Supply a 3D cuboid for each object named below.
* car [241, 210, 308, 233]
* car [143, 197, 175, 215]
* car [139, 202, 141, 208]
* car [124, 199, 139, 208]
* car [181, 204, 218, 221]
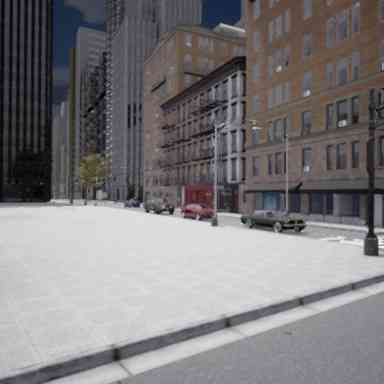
[{"bbox_3d":[5.278,1.891,21.907,1.895,1.301,4.718,1,-1,-26],"label":"car"},{"bbox_3d":[-4.040,1.670,40.831,2.150,2.045,5.566,1,-1,-27],"label":"car"},{"bbox_3d":[-5.766,2.097,50.418,2.033,1.411,5.357,1,-1,-27],"label":"car"},{"bbox_3d":[-10.991,2.002,61.001,2.097,1.767,4.553,1,-1,-25],"label":"car"},{"bbox_3d":[0.643,1.845,31.304,1.882,1.535,5.008,1,-1,-26],"label":"car"}]
